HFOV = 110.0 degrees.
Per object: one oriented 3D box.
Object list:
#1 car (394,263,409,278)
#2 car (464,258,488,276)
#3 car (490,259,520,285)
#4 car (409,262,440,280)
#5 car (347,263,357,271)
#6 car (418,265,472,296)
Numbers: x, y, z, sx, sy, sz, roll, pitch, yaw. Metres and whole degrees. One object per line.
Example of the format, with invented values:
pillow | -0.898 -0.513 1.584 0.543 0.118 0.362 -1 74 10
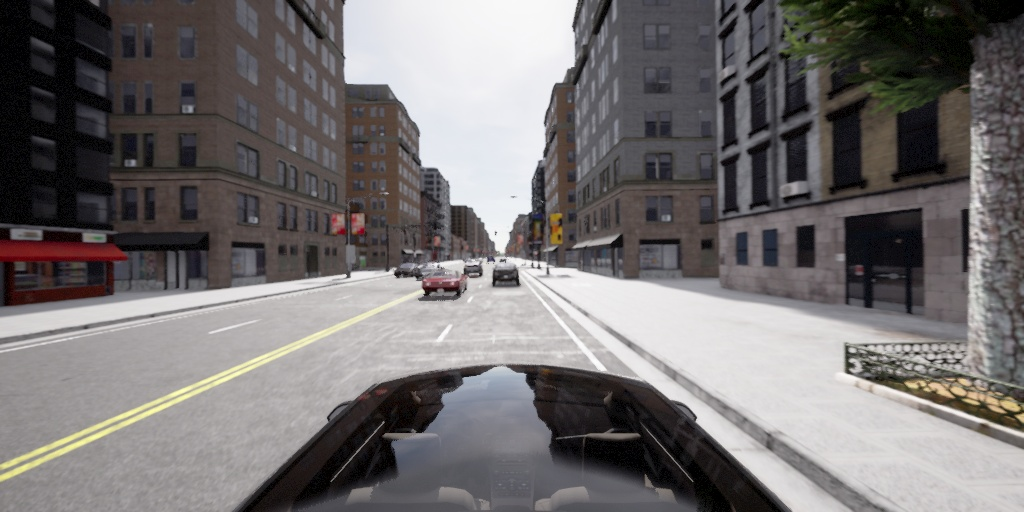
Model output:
car | -10.613 1.421 37.154 2.033 1.411 5.357 -1 0 -1
car | -3.972 1.272 37.267 2.128 1.511 4.902 -1 0 -2
car | -0.457 1.221 26.167 1.882 1.535 5.008 -1 0 -1
car | -7.270 1.325 31.970 2.128 1.511 4.902 -1 0 -1
car | -26.673 1.657 56.521 4.313 1.339 1.948 0 0 -1
car | -3.542 1.390 19.751 1.895 1.301 4.718 -1 0 -1
